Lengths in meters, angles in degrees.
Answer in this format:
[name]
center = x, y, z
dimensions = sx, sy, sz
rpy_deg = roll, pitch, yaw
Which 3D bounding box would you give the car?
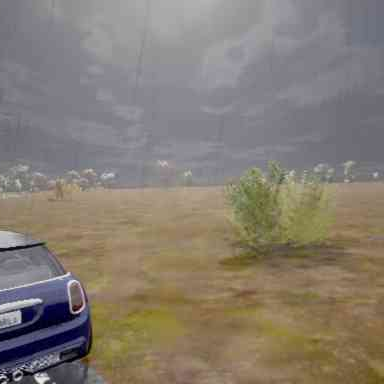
[car]
center = -3.377, 1.357, 4.974
dimensions = 2.097, 1.767, 4.553
rpy_deg = -2, 1, -43
